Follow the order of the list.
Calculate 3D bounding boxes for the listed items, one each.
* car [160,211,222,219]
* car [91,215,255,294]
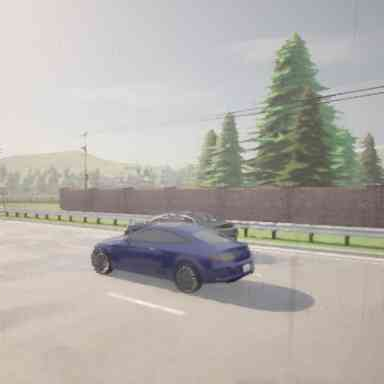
[{"bbox_3d":[-0.560,1.485,12.991,4.902,1.511,2.128,0,0,36],"label":"car"},{"bbox_3d":[-0.648,1.521,8.756,4.674,1.442,1.812,0,0,36],"label":"car"}]
